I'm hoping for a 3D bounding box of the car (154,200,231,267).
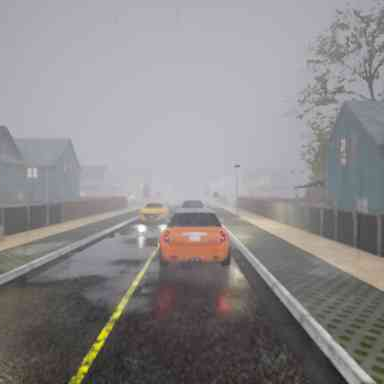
[{"bbox_3d":[0.086,1.329,11.465,2.097,1.767,4.553,0,0,0],"label":"car"}]

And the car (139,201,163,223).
[{"bbox_3d":[-2.850,1.479,25.807,1.882,1.535,5.008,0,0,0],"label":"car"}]
